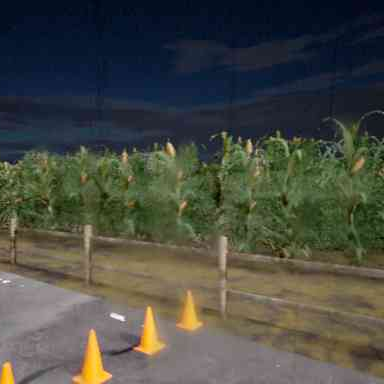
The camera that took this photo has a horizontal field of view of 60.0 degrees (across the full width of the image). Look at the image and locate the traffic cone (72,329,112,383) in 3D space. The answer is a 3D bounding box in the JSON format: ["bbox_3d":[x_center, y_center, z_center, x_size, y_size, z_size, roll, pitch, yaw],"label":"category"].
[{"bbox_3d":[-1.213,1.969,4.042,0.340,0.580,0.340,0,0,36],"label":"traffic cone"}]

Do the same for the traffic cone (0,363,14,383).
[{"bbox_3d":[-1.796,1.965,3.229,0.340,0.580,0.340,0,0,36],"label":"traffic cone"}]

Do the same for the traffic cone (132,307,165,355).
[{"bbox_3d":[-0.631,1.972,4.855,0.340,0.580,0.340,0,0,36],"label":"traffic cone"}]

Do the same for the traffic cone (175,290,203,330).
[{"bbox_3d":[-0.049,1.975,5.666,0.340,0.580,0.340,0,0,36],"label":"traffic cone"}]
